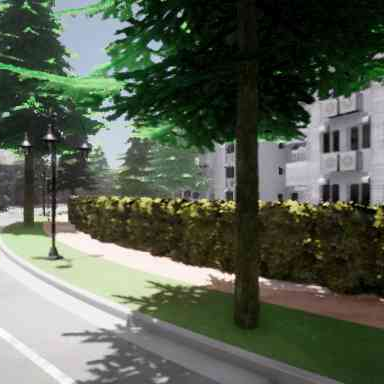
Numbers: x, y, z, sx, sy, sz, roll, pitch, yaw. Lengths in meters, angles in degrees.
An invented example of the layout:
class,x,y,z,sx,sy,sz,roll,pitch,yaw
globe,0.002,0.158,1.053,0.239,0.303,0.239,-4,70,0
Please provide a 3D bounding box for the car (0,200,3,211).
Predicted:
class,x,y,z,sx,sy,sz,roll,pitch,yaw
car,-18.226,1.601,28.435,1.812,1.442,4.674,0,0,-12

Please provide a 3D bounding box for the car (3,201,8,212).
class,x,y,z,sx,sy,sz,roll,pitch,yaw
car,-22.771,1.610,37.589,1.837,1.490,4.892,0,0,1
